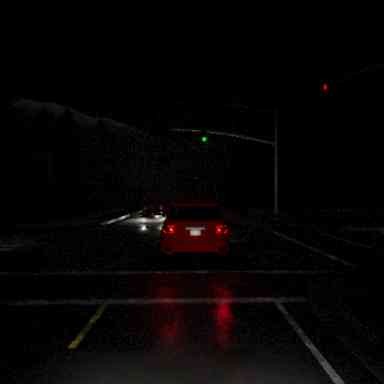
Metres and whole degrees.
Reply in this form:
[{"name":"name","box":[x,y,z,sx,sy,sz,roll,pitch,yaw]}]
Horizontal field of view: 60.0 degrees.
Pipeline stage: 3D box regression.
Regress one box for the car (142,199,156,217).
[{"name":"car","box":[-3.592,1.484,32.690,2.097,1.767,4.553,0,0,0]}]

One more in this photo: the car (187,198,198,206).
[{"name":"car","box":[0.099,1.738,58.431,1.837,1.490,4.892,0,-1,0]}]

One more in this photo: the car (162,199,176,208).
[{"name":"car","box":[-3.552,1.774,52.069,1.994,1.385,4.181,0,0,0]}]

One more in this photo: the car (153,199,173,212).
[{"name":"car","box":[-3.588,1.662,42.184,2.128,1.511,4.902,0,0,0]}]

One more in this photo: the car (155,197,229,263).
[{"name":"car","box":[0.100,1.275,12.369,2.150,2.045,5.566,0,0,0]}]
